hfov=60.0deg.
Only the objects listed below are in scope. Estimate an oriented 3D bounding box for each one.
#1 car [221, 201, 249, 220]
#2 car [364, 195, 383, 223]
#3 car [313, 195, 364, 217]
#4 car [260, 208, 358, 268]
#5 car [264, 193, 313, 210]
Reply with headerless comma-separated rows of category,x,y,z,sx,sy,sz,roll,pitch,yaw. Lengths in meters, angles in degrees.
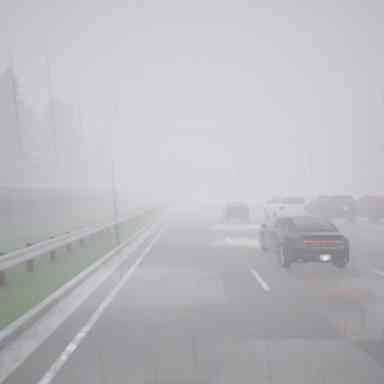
car,3.595,1.518,28.154,1.882,1.535,5.008,0,0,0
car,14.094,1.259,25.614,2.150,2.045,5.566,0,0,0
car,10.594,1.259,25.618,2.150,2.045,5.566,0,0,0
car,3.593,1.521,11.370,1.837,1.490,4.892,0,0,0
car,7.094,1.259,25.614,2.150,2.045,5.566,0,0,0
